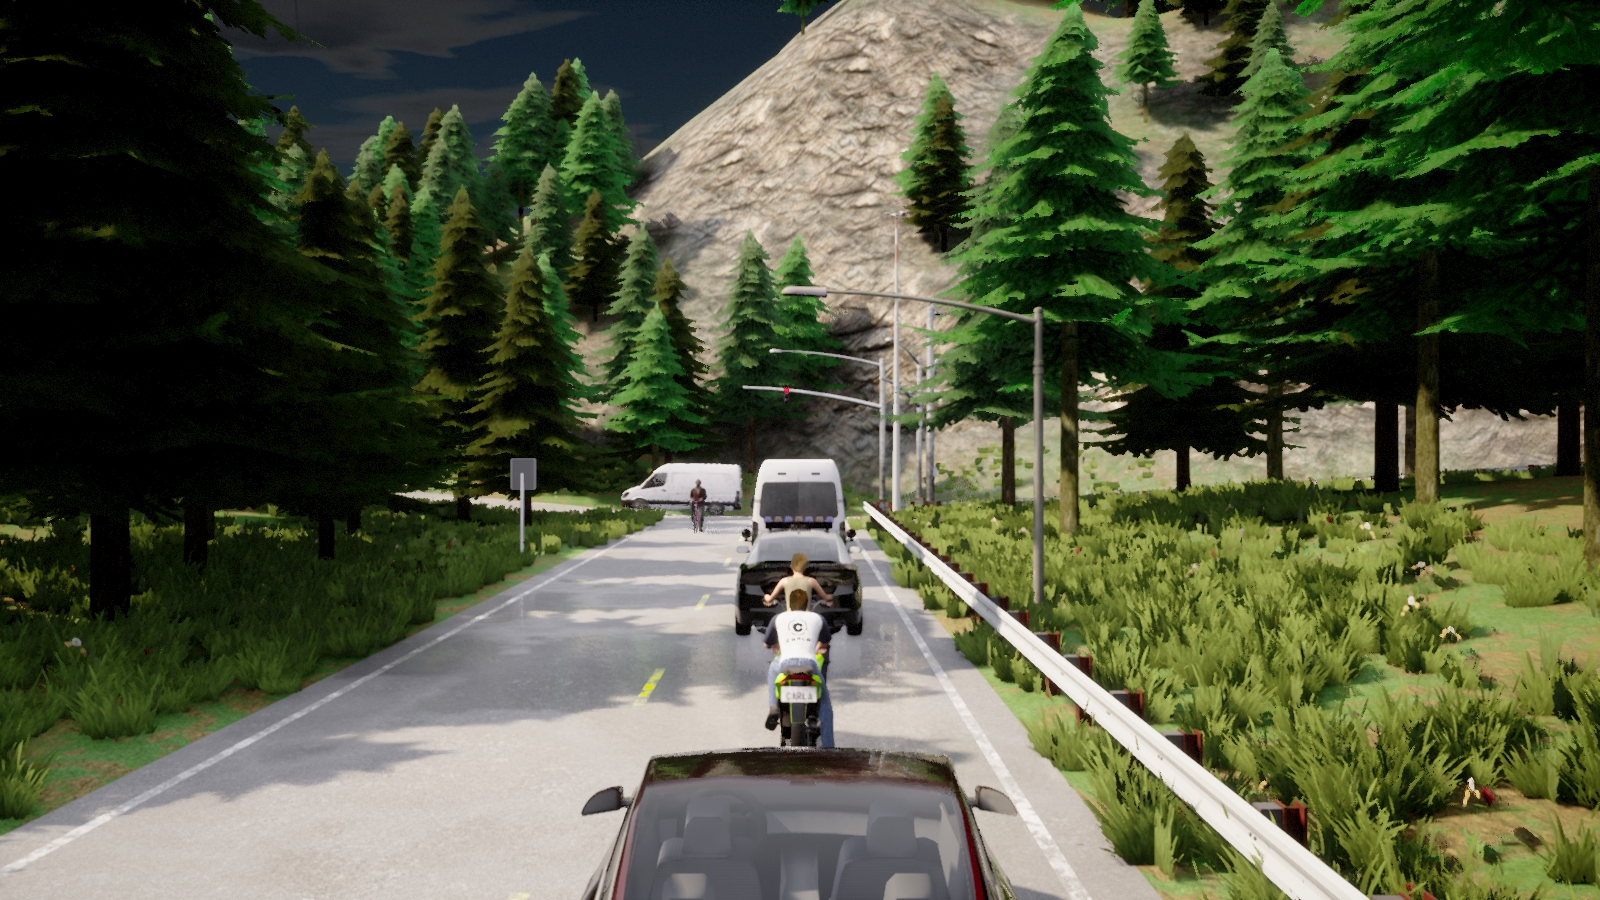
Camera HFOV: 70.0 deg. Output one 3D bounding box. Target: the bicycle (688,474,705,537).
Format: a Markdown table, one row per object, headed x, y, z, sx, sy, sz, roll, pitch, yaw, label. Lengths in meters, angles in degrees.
| x | y | z | sx | sy | sz | roll | pitch | yaw | label |
| --- | --- | --- | --- | --- | --- | --- | --- | --- | --- |
| -3.326 | 1.760 | 36.807 | 0.329 | 1.919 | 1.835 | 0 | 0 | 2 | bicycle |

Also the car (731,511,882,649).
| x | y | z | sx | sy | sz | roll | pitch | yaw | label |
| --- | --- | --- | --- | --- | --- | --- | --- | --- | --- |
| 0.090 | 1.942 | 18.500 | 2.097 | 1.638 | 5.238 | 0 | 0 | 0 | car |

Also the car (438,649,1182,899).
| x | y | z | sx | sy | sz | roll | pitch | yaw | label |
| --- | --- | --- | --- | --- | --- | --- | --- | --- | --- |
| 0.027 | 2.050 | 5.079 | 2.163 | 1.488 | 4.792 | 0 | 0 | 0 | car |

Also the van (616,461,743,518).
| x | y | z | sx | sy | sz | roll | pitch | yaw | label |
| --- | --- | --- | --- | --- | --- | --- | --- | --- | --- |
| -5.839 | 1.933 | 55.980 | 5.915 | 2.561 | 1.988 | 2 | -2 | 0 | van |

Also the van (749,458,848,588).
| x | y | z | sx | sy | sz | roll | pitch | yaw | label |
| --- | --- | --- | --- | --- | --- | --- | --- | --- | --- |
| -0.039 | 1.480 | 25.917 | 1.988 | 2.561 | 5.915 | 0 | 0 | 0 | van |

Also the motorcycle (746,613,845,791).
| x | y | z | sx | sy | sz | roll | pitch | yaw | label |
| --- | --- | --- | --- | --- | --- | --- | --- | --- | --- |
| -0.033 | 2.189 | 10.287 | 0.803 | 1.145 | 2.033 | 0 | 0 | 0 | motorcycle |
